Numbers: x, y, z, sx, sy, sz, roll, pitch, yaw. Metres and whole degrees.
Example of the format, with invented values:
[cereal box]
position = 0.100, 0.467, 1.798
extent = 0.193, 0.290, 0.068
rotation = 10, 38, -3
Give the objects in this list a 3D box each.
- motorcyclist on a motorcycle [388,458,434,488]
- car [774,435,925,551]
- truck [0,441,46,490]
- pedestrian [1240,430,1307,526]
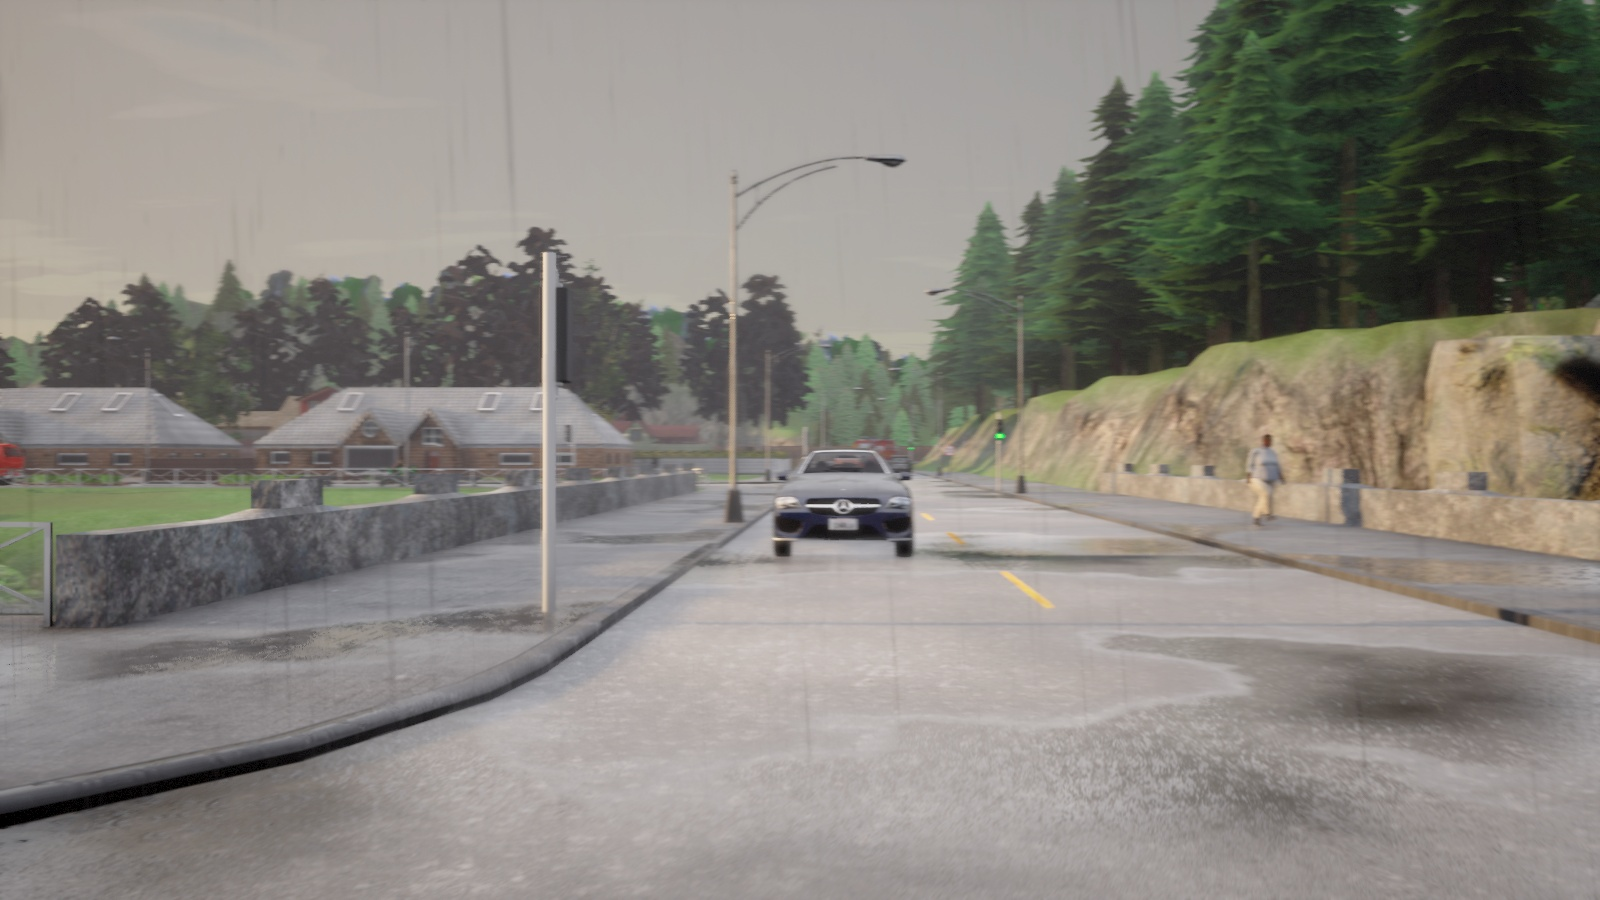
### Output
[motorcyclist on a motorcycle]
position = -19.528, 1.151, 63.059
extent = 2.044, 1.523, 0.797
rotation = 0, 0, 3
[car]
position = 0.824, 0.630, 20.497
extent = 2.152, 1.651, 5.027
rotation = 0, 0, 3
[truck]
position = -41.851, 0.791, 64.116
extent = 5.204, 2.467, 2.627
rotation = 0, 0, 3
[pedestrian]
position = 9.312, 0.544, 24.712
extent = 0.874, 1.855, 0.900
rotation = 0, 0, -14
